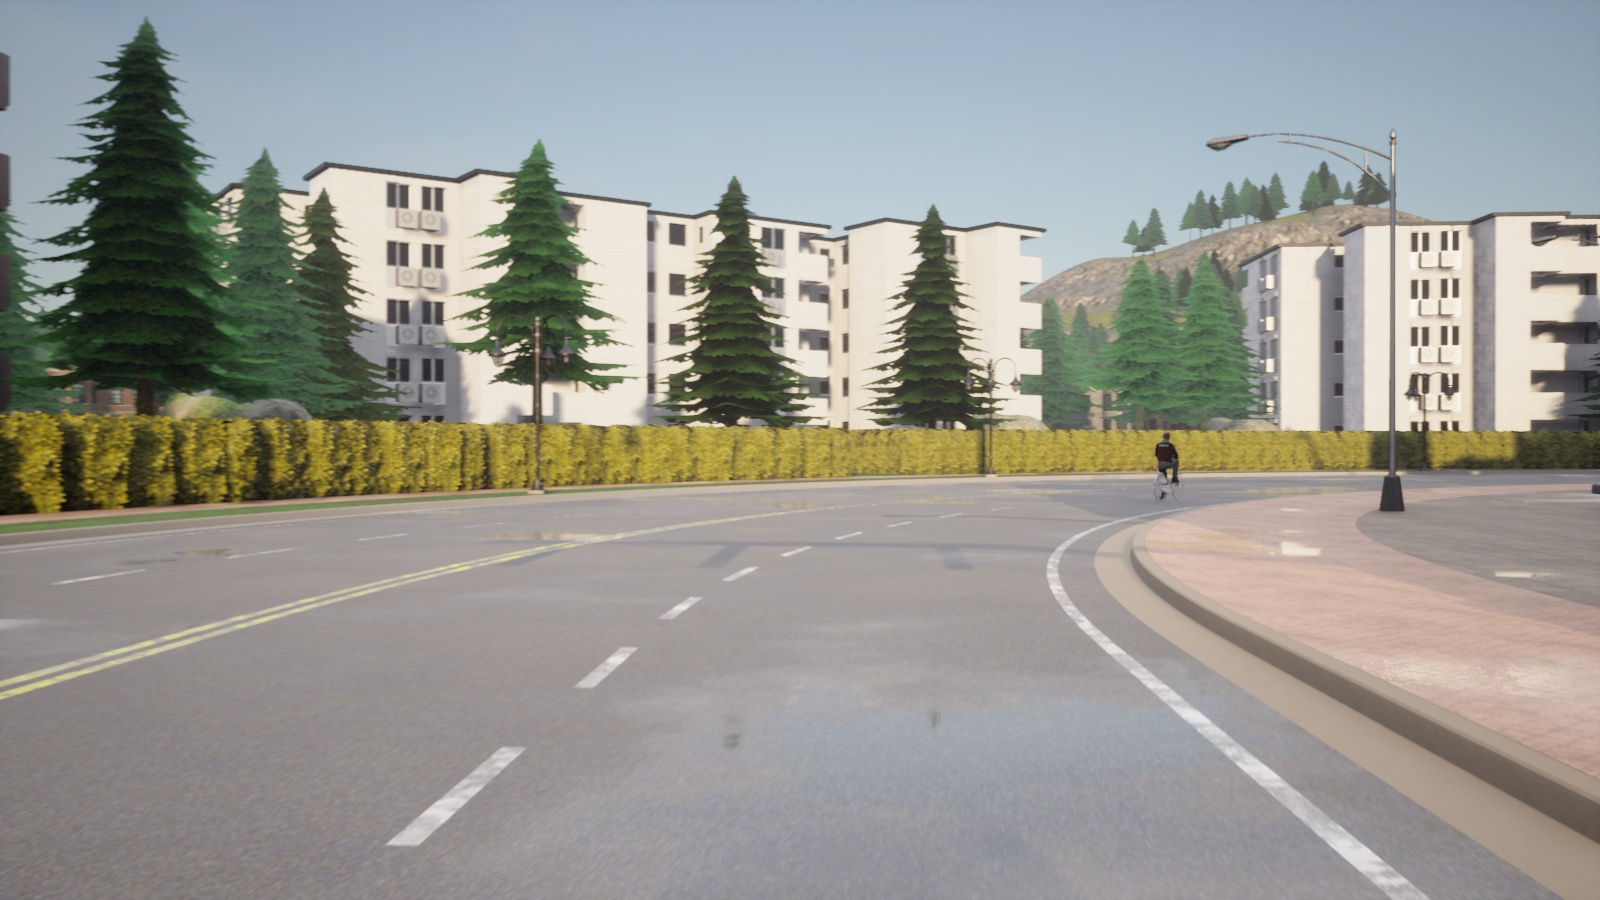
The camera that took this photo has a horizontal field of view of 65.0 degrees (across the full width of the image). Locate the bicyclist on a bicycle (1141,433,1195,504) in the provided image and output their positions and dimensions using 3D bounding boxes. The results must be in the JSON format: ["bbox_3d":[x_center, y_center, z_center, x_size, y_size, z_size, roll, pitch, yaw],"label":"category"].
[{"bbox_3d":[9.426,0.448,32.118,0.659,1.776,1.843,1,1,39],"label":"bicyclist on a bicycle"}]
